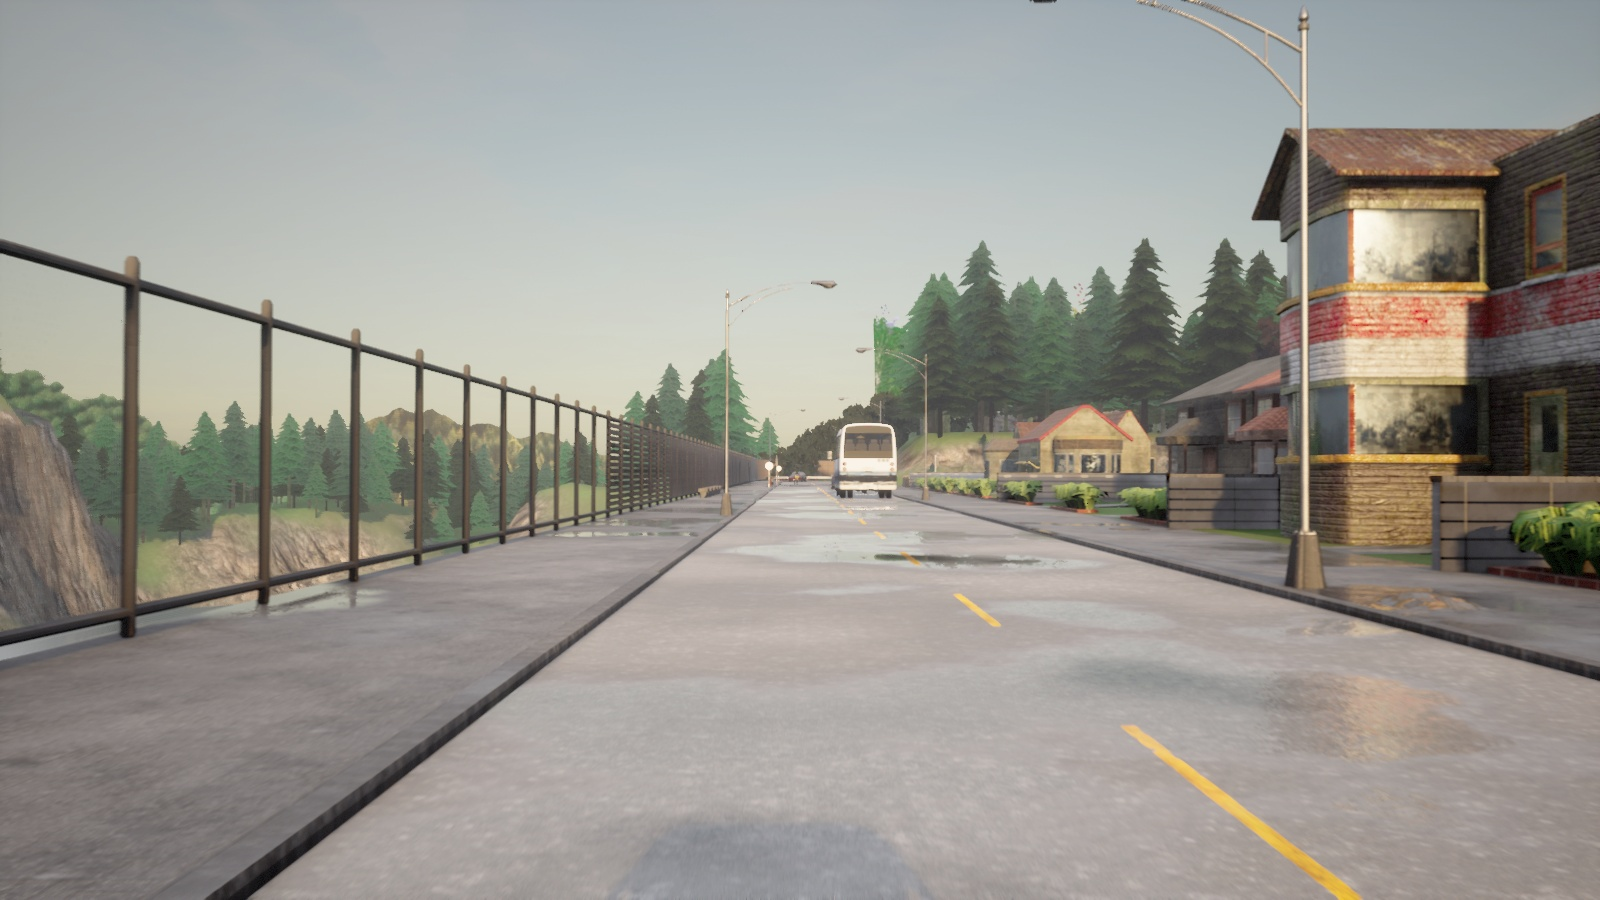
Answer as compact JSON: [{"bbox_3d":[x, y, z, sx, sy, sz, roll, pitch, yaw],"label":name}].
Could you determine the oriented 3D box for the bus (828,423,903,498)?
[{"bbox_3d":[3.810,0.693,75.900,3.944,4.253,10.273,0,-1,0],"label":"bus"}]
